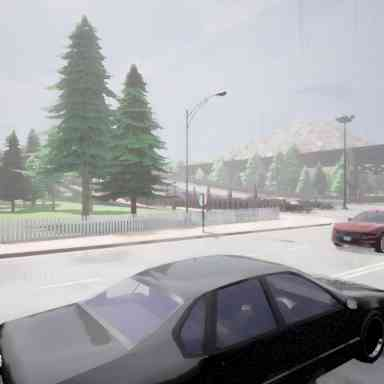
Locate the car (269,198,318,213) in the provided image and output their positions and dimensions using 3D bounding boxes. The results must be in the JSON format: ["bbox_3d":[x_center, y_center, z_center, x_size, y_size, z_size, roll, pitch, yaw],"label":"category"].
[{"bbox_3d":[10.990,1.599,36.709,1.895,1.301,4.718,0,0,-36],"label":"car"}]

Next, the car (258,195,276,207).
[{"bbox_3d":[11.297,1.468,42.158,1.882,1.535,5.008,0,0,-37],"label":"car"}]

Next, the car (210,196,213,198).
[{"bbox_3d":[4.565,1.272,51.026,2.128,1.511,4.902,0,2,-37],"label":"car"}]

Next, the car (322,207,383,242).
[{"bbox_3d":[7.815,1.477,13.806,5.008,1.535,1.882,0,0,-35],"label":"car"}]

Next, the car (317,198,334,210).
[{"bbox_3d":[15.573,1.484,42.315,2.128,1.511,4.902,0,0,-37],"label":"car"}]

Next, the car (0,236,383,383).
[{"bbox_3d":[0.533,1.547,4.125,5.357,1.411,2.033,0,0,-35],"label":"car"}]

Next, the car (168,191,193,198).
[{"bbox_3d":[-1.819,1.019,53.683,1.994,1.385,4.181,0,4,-37],"label":"car"}]

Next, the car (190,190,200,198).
[{"bbox_3d":[0.180,0.465,62.705,2.128,1.511,4.902,0,5,-37],"label":"car"}]

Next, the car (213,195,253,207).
[{"bbox_3d":[5.483,1.452,44.024,2.128,1.511,4.902,0,1,-37],"label":"car"}]

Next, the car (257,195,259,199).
[{"bbox_3d":[10.092,1.283,49.531,2.097,1.767,4.553,0,1,-37],"label":"car"}]
